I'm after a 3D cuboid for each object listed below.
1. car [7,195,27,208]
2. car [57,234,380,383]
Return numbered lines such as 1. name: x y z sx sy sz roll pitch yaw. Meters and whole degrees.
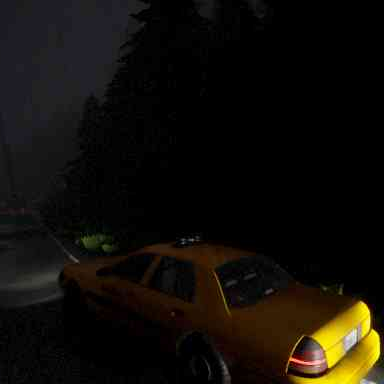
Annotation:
1. car: -21.063 1.057 40.111 2.128 1.511 4.902 -2 2 -26
2. car: -0.249 1.417 5.097 5.366 1.575 1.801 1 1 44
